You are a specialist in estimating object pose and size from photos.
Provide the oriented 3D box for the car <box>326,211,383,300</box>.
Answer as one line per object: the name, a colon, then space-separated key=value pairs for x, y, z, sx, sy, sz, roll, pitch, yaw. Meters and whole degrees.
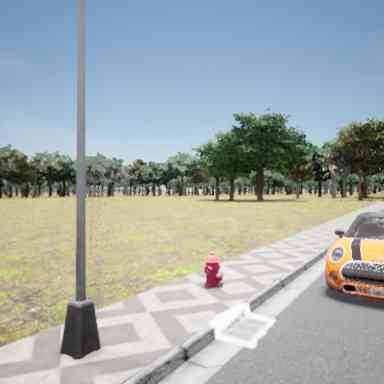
car: x=4.778 y=1.311 z=8.200 sx=2.097 sy=1.767 sz=4.553 roll=0 pitch=0 yaw=33
